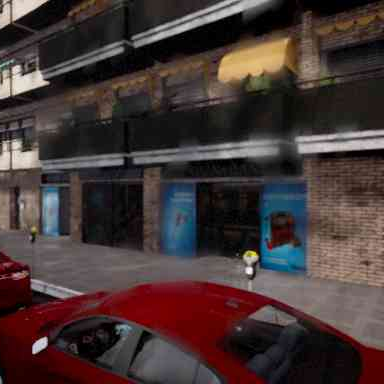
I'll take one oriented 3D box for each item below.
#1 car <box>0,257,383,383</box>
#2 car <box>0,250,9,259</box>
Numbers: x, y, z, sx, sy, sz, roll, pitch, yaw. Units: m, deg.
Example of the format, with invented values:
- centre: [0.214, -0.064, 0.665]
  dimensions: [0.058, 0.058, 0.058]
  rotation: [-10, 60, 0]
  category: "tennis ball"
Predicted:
- centre: [-0.283, 1.544, 3.077]
  dimensions: [4.507, 1.381, 1.887]
  rotation: [0, 0, 36]
  category: "car"
- centre: [-4.865, 1.542, 6.349]
  dimensions: [4.507, 1.381, 1.887]
  rotation: [0, 0, 36]
  category: "car"
